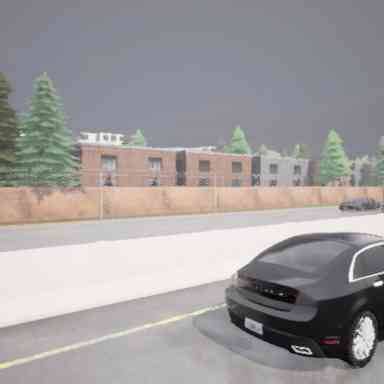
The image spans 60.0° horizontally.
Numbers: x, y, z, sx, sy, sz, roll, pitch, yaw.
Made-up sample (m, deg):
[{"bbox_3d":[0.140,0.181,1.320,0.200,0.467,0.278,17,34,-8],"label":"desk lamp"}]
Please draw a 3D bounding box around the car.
[{"bbox_3d":[2.765,1.452,5.721,4.892,1.490,1.837,-1,1,-36],"label":"car"}]
